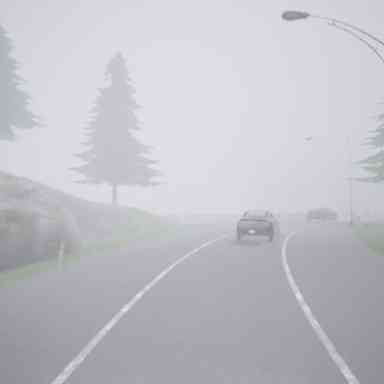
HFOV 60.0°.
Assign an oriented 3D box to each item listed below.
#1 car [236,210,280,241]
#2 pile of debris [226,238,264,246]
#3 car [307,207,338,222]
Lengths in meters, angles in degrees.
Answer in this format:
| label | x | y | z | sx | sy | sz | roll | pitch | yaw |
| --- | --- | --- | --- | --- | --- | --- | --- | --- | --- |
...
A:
| label | x | y | z | sx | sy | sz | roll | pitch | yaw |
| --- | --- | --- | --- | --- | --- | --- | --- | --- | --- |
| car | 3.676 | 1.734 | 18.116 | 2.128 | 1.511 | 4.902 | -1 | -2 | 20 |
| pile of debris | 2.576 | 2.371 | 15.880 | 1.500 | 0.140 | 1.860 | -1 | -2 | 18 |
| car | 14.008 | 2.375 | 35.599 | 1.882 | 1.535 | 5.008 | -4 | -5 | 41 |
